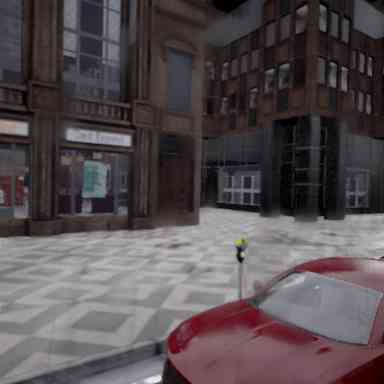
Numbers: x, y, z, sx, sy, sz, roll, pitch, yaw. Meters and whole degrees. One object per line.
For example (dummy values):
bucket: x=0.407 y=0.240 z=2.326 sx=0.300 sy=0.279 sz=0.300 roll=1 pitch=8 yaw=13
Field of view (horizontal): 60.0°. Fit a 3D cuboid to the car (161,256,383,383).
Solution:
car: x=1.800 y=1.508 z=3.844 sx=4.507 sy=1.381 sz=1.887 roll=1 pitch=1 yaw=-35
